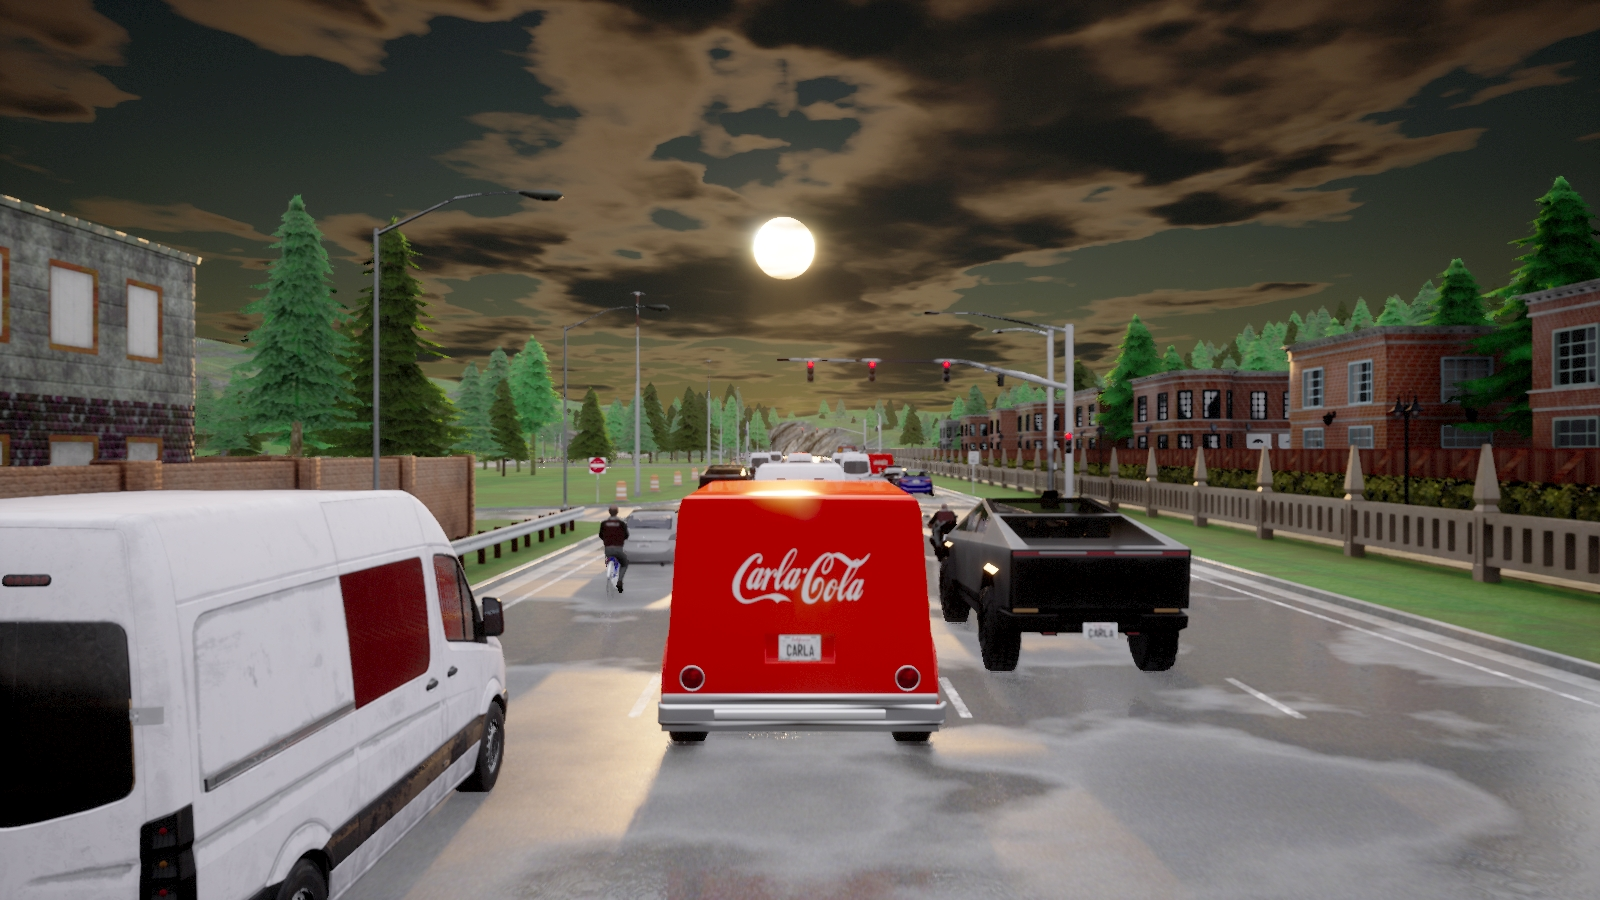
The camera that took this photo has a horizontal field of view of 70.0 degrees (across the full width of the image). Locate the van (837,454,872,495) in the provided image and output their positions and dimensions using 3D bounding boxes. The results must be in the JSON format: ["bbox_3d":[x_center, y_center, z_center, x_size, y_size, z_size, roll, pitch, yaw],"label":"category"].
[{"bbox_3d":[3.494,1.532,74.583,1.988,2.561,5.915,0,0,0],"label":"van"}]

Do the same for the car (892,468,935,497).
[{"bbox_3d":[6.999,1.965,70.857,2.242,1.667,4.611,0,0,0],"label":"car"}]

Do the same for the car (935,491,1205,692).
[{"bbox_3d":[3.501,1.753,16.397,2.390,2.098,6.274,0,0,0],"label":"car"}]

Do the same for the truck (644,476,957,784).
[{"bbox_3d":[0.002,1.568,12.207,2.627,2.467,5.204,0,0,0],"label":"truck"}]

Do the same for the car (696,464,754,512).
[{"bbox_3d":[-3.501,1.752,54.720,2.390,2.098,6.274,0,0,0],"label":"car"}]

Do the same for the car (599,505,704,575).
[{"bbox_3d":[-3.503,2.118,27.748,1.994,1.385,4.181,0,0,0],"label":"car"}]

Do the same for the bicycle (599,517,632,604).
[{"bbox_3d":[-3.501,2.059,21.729,0.329,1.471,1.835,0,0,0],"label":"bicycle"}]

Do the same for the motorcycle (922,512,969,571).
[{"bbox_3d":[3.531,2.204,27.907,0.867,1.251,2.209,0,0,0],"label":"motorcycle"}]

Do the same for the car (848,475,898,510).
[{"bbox_3d":[3.500,2.032,55.706,2.097,1.535,5.006,0,0,0],"label":"car"}]

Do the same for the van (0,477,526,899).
[{"bbox_3d":[-3.502,1.534,7.513,1.988,2.561,5.915,0,0,0],"label":"van"}]
